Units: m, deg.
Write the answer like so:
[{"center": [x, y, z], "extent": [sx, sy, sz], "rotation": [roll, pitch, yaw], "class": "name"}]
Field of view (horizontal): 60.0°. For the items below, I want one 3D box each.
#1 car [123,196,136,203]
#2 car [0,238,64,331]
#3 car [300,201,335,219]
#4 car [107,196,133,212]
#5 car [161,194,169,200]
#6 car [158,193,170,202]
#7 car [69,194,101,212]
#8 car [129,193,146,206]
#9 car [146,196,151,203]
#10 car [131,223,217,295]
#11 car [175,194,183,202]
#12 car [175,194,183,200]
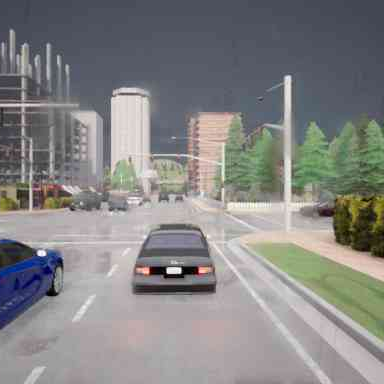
[{"center": [-13.265, 1.539, 71.178], "extent": [2.033, 1.411, 5.357], "rotation": [0, 0, -2], "class": "car"}, {"center": [-3.731, 1.478, 5.559], "extent": [1.882, 1.535, 5.008], "rotation": [0, 0, -3], "class": "car"}, {"center": [11.742, 1.477, 28.231], "extent": [5.008, 1.535, 1.882], "rotation": [0, 0, -1], "class": "car"}, {"center": [-8.484, 1.547, 38.873], "extent": [2.033, 1.411, 5.357], "rotation": [0, 0, -4], "class": "car"}, {"center": [-6.774, 1.350, 84.775], "extent": [1.812, 1.442, 4.674], "rotation": [0, 0, -2], "class": "car"}, {"center": [-6.414, 1.217, 75.241], "extent": [2.150, 2.045, 5.566], "rotation": [0, 0, -2], "class": "car"}, {"center": [-12.479, 1.221, 39.282], "extent": [2.150, 2.045, 5.566], "rotation": [0, 0, 3], "class": "car"}, {"center": [-9.200, 1.223, 53.884], "extent": [2.150, 2.045, 5.566], "rotation": [0, 0, -2], "class": "car"}, {"center": [-9.692, 1.552, 69.311], "extent": [1.994, 1.385, 4.181], "rotation": [0, 0, -2], "class": "car"}, {"center": [-0.421, 1.547, 8.858], "extent": [2.033, 1.411, 5.357], "rotation": [0, 0, -2], "class": "car"}, {"center": [-2.929, 1.492, 75.694], "extent": [1.837, 1.490, 4.892], "rotation": [0, 0, -2], "class": "car"}, {"center": [-3.277, 1.326, 84.907], "extent": [1.837, 1.490, 4.892], "rotation": [0, 0, -2], "class": "car"}]
